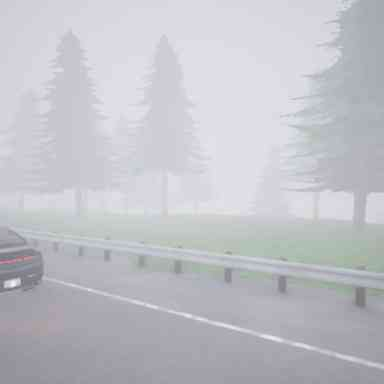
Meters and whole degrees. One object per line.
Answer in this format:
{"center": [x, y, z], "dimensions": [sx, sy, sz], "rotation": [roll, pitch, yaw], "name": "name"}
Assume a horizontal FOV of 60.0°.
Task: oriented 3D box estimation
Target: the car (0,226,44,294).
{"center": [-5.461, 1.538, 7.886], "dimensions": [4.892, 1.490, 1.837], "rotation": [0, 0, 35], "name": "car"}
